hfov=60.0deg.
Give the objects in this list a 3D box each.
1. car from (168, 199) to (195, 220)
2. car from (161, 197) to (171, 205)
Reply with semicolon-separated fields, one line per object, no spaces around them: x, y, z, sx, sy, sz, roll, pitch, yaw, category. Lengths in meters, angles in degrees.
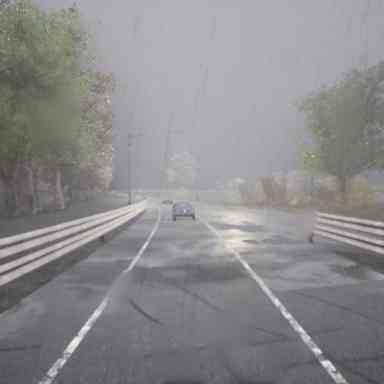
-0.814;1.567;28.892;2.033;1.411;5.357;0;0;-5;car
-4.662;1.608;60.565;1.895;1.301;4.718;0;0;-10;car
